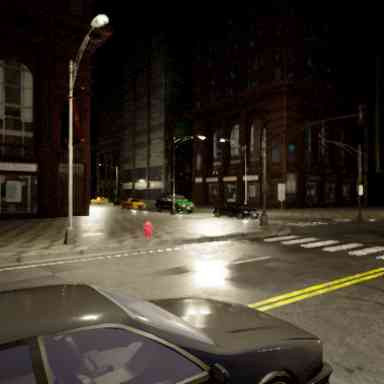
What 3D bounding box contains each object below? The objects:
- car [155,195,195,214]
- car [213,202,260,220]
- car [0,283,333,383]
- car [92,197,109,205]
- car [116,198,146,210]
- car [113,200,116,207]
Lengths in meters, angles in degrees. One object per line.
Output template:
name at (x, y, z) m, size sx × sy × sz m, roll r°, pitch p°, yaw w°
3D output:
car at (-1.962, 1.323, 36.494) m, size 2.150 × 2.045 × 5.566 m, roll 0°, pitch -1°, yaw -36°
car at (3.697, 1.583, 28.540) m, size 1.812 × 1.442 × 4.674 m, roll 0°, pitch -1°, yaw -35°
car at (-1.164, 1.547, 2.612) m, size 5.357 × 1.411 × 2.033 m, roll 0°, pitch 0°, yaw -35°
car at (-17.687, 1.746, 63.933) m, size 1.882 × 1.535 × 5.008 m, roll 0°, pitch -1°, yaw -35°
car at (-8.024, 1.627, 45.014) m, size 1.882 × 1.535 × 5.008 m, roll 0°, pitch -1°, yaw -35°
car at (-11.560, 1.698, 55.484) m, size 1.882 × 1.535 × 5.008 m, roll 0°, pitch -1°, yaw -35°
